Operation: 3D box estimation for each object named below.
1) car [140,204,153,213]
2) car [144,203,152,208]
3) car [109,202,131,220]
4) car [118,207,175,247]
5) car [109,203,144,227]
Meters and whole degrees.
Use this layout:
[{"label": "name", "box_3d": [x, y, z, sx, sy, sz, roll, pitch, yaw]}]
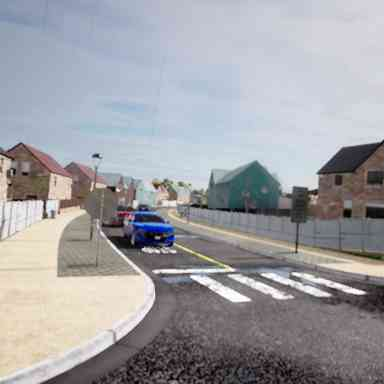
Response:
[{"label": "car", "box_3d": [-8.282, 2.898, 60.341, 1.994, 1.385, 4.181, 4, -2, -4]}, {"label": "car", "box_3d": [-7.004, 2.425, 48.022, 2.097, 1.767, 4.553, 4, -1, -7]}, {"label": "car", "box_3d": [-7.828, 2.008, 36.170, 2.097, 1.767, 4.553, 4, -2, -12]}, {"label": "car", "box_3d": [-2.312, 1.777, 16.926, 1.882, 1.535, 5.008, 4, -2, -19]}, {"label": "car", "box_3d": [-5.436, 1.830, 26.723, 2.097, 1.767, 4.553, 4, -2, -16]}]
